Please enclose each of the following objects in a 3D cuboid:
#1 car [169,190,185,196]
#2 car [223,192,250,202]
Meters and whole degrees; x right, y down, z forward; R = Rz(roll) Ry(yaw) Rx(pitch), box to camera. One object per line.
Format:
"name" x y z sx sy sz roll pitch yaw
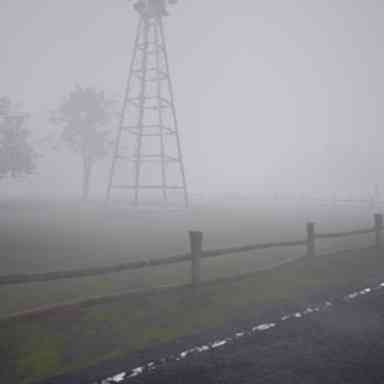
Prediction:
"car" -2.626 0.254 64.994 1.882 1.535 5.008 1 0 -35
"car" 6.834 0.775 51.501 1.837 1.490 4.892 1 0 -35
